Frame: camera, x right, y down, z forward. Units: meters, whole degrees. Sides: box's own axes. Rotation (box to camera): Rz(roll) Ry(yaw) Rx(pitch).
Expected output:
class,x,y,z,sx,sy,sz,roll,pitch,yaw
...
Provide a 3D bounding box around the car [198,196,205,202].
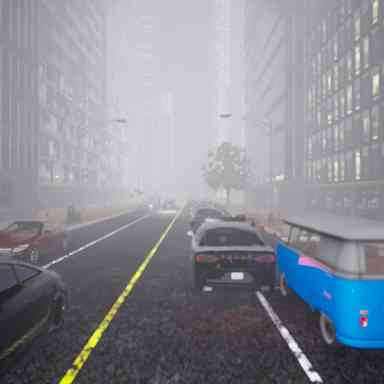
class,x,y,z,sx,sy,sz,roll,pitch,yaw
car,2.645,1.880,91.411,1.887,1.381,4.507,0,0,0

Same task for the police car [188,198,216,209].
class,x,y,z,sx,sy,sz,roll,pitch,yaw
police car,0.888,1.540,25.154,1.930,1.638,5.238,0,0,0

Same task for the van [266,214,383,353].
class,x,y,z,sx,sy,sz,roll,pitch,yaw
van,2.687,1.369,6.026,1.690,1.788,3.998,0,0,0

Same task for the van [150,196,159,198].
class,x,y,z,sx,sy,sz,roll,pitch,yaw
van,-5.716,1.564,51.564,1.690,1.788,3.998,0,0,0

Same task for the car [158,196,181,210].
class,x,y,z,sx,sy,sz,roll,pitch,yaw
car,-3.118,1.696,46.365,2.128,1.511,4.902,0,0,0

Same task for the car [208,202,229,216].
class,x,y,z,sx,sy,sz,roll,pitch,yaw
car,2.673,1.738,34.487,1.802,1.307,4.206,0,0,0

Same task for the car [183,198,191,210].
class,x,y,z,sx,sy,sz,roll,pitch,yaw
car,-0.013,1.804,45.974,1.895,1.301,4.718,0,0,0

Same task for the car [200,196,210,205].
class,x,y,z,sx,sy,sz,roll,pitch,yaw
car,2.656,1.714,68.641,1.967,1.590,4.097,0,0,0

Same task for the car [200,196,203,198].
class,x,y,z,sx,sy,sz,roll,pitch,yaw
car,2.665,1.774,51.564,2.008,1.369,4.403,0,0,0

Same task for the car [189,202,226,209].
class,x,y,z,sx,sy,sz,roll,pitch,yaw
car,0.891,1.565,19.043,1.882,1.535,5.008,0,0,0

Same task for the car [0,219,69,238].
class,x,y,z,sx,sy,sz,roll,pitch,yaw
car,-5.696,1.636,11.715,1.802,1.307,4.206,0,0,0

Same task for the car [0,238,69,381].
class,x,y,z,sx,sy,sz,roll,pitch,yaw
car,-3.102,1.583,4.035,1.994,1.385,4.181,0,0,0

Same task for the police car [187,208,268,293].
class,x,y,z,sx,sy,sz,roll,pitch,yaw
police car,0.896,1.467,9.153,1.930,1.638,5.238,0,0,0

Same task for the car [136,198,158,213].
class,x,y,z,sx,sy,sz,roll,pitch,yaw
car,-5.710,1.732,40.178,2.008,1.369,4.403,0,0,0
